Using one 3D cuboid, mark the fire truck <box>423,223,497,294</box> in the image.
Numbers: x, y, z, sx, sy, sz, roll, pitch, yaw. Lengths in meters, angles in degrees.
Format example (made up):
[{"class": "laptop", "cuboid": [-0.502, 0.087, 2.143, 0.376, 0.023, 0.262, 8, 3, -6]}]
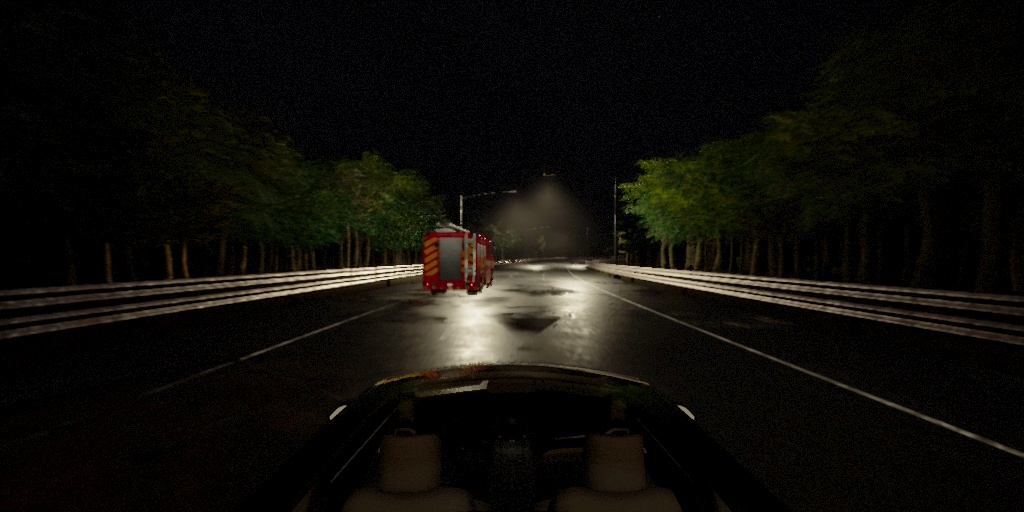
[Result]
[{"class": "fire truck", "cuboid": [-2.946, 0.208, 22.416, 2.891, 3.827, 8.468, 0, 0, 3]}]
